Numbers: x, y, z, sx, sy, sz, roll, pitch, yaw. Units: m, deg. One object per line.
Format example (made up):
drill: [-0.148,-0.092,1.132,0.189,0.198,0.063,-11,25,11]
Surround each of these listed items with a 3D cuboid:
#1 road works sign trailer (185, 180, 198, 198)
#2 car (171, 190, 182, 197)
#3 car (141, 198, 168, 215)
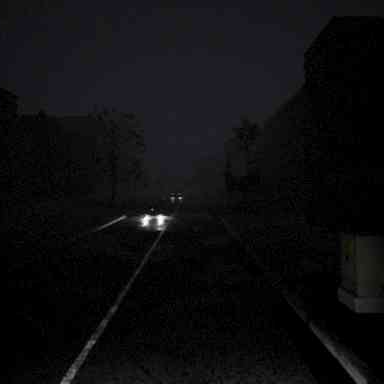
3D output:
road works sign trailer: [-0.089,-0.646,65.437,2.380,3.560,2.880,0,1,0]
car: [-3.134,0.328,68.681,1.837,1.490,4.892,0,1,0]
car: [-3.138,1.169,28.334,1.994,1.385,4.181,0,1,0]
